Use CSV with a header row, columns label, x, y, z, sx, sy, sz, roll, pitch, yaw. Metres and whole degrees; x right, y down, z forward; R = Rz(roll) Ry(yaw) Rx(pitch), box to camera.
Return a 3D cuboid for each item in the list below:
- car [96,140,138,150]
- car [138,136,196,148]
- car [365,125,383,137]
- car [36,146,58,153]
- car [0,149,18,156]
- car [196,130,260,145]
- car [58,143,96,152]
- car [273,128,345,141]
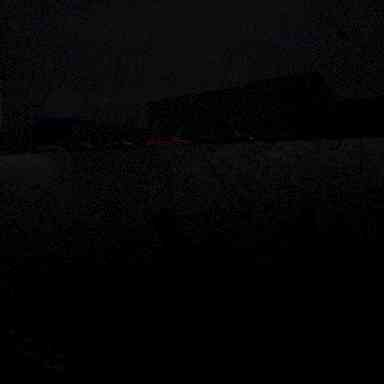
label,x,y,z,sx,sy,sz,roll,pitch,yaw
car,-6.452,-4.114,31.331,4.674,1.452,2.002,2,1,33
car,-1.742,-3.986,28.400,5.008,1.535,2.097,2,1,32
car,12.858,-3.440,20.170,4.674,1.452,2.002,2,1,28
car,-15.658,-4.462,37.464,4.892,1.521,2.231,2,1,34
car,-24.693,-4.850,43.625,4.553,1.767,2.185,2,1,34
car,3.010,-3.945,25.581,4.553,1.767,2.185,2,1,31
car,-11.095,-4.317,34.362,4.892,1.521,2.231,2,1,34
car,7.998,-3.617,22.779,4.792,1.488,2.163,2,1,29
